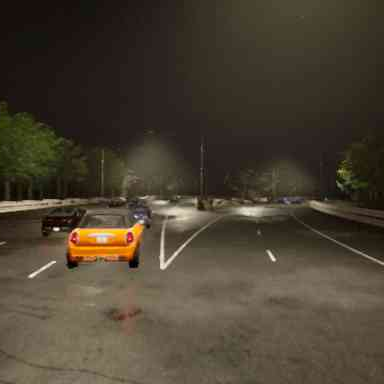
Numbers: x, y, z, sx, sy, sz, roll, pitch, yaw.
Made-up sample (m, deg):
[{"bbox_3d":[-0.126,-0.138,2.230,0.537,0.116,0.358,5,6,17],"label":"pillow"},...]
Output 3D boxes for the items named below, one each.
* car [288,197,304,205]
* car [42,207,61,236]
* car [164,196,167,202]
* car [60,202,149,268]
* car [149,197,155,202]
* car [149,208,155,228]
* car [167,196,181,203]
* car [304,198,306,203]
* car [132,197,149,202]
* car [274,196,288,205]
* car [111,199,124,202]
[{"bbox_3d":[23.481,2.168,75.087,1.895,1.301,4.718,0,0,25],"label":"car"},{"bbox_3d":[-6.758,1.550,18.553,1.837,1.490,4.892,0,0,-4],"label":"car"},{"bbox_3d":[-6.340,1.773,91.191,2.097,1.767,4.553,0,0,5],"label":"car"},{"bbox_3d":[-2.776,1.391,11.671,2.097,1.767,4.553,1,0,-5],"label":"car"},{"bbox_3d":[-10.475,1.866,83.350,1.812,1.442,4.674,0,0,4],"label":"car"},{"bbox_3d":[-3.677,1.640,23.192,2.033,1.411,5.357,0,0,-4],"label":"car"},{"bbox_3d":[-3.865,1.721,77.070,2.097,1.767,4.553,0,0,3],"label":"car"},{"bbox_3d":[27.658,2.068,84.110,1.812,1.442,4.674,0,0,25],"label":"car"},{"bbox_3d":[-7.958,1.724,49.045,1.812,1.442,4.674,0,0,0],"label":"car"},{"bbox_3d":[19.775,2.075,75.411,2.128,1.511,4.902,0,0,25],"label":"car"},{"bbox_3d":[-11.509,1.743,51.560,1.994,1.385,4.181,0,0,0],"label":"car"}]
